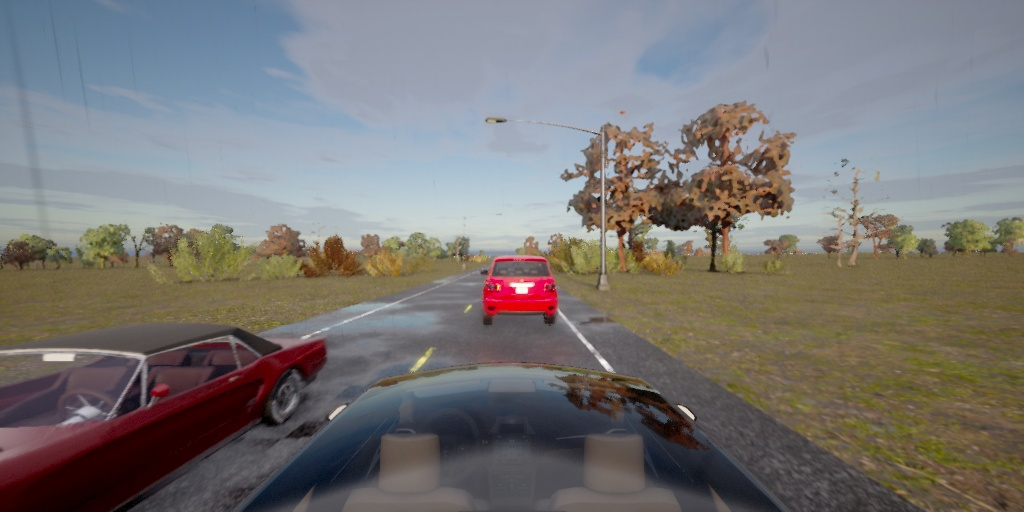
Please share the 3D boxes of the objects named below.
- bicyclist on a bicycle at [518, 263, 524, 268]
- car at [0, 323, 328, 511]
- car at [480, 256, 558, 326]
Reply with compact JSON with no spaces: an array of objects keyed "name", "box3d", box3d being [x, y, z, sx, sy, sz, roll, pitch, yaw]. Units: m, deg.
[{"name":"bicyclist on a bicycle","box3d":[0.974,1.387,37.484,0.659,1.776,1.843,0,0,0]},{"name":"car","box3d":[-3.601,1.360,2.978,1.895,1.301,4.718,0,0,0]},{"name":"car","box3d":[0.118,1.045,12.186,2.150,2.045,5.566,0,-1,-3]}]
